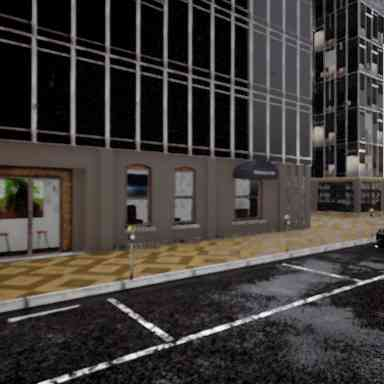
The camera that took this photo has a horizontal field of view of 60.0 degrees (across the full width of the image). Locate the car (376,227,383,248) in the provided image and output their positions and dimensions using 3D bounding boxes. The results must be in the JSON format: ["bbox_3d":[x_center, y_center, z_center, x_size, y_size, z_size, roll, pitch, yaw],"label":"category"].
[{"bbox_3d":[8.920,1.471,12.913,4.313,1.339,1.947,0,1,-35],"label":"car"}]
